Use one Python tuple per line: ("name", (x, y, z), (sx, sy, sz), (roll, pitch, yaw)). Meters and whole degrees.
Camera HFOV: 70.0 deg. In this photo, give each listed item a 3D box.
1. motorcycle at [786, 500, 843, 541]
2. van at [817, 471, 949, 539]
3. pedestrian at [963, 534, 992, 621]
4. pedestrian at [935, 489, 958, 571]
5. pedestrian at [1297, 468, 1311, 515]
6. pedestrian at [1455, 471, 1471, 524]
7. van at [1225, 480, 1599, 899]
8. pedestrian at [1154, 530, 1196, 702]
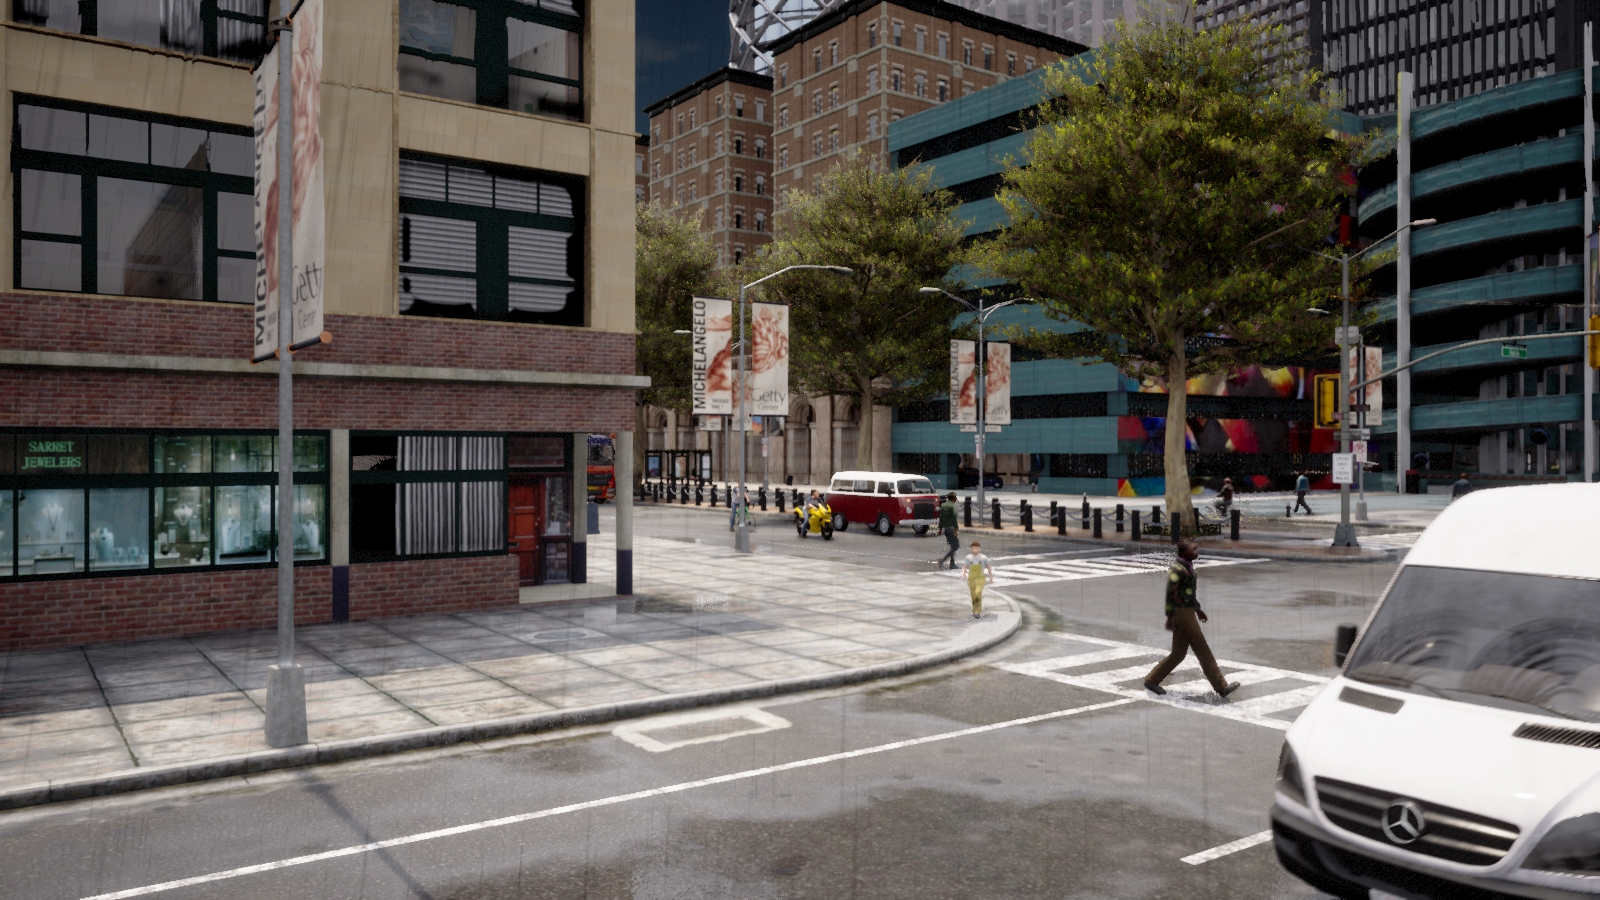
("motorcycle", (0.444, 2.205, 35.973), (0.803, 1.145, 2.033), (0, 0, -33))
("van", (2.714, 1.773, 38.445), (2.069, 2.038, 4.480), (0, 0, -35))
("pedestrian", (2.765, 1.971, 17.791), (0.375, 1.300, 0.375), (0, 0, 22))
("pedestrian", (3.383, 1.841, 26.367), (0.375, 1.860, 0.375), (0, 0, -35))
("pedestrian", (20.423, 1.682, 46.328), (0.375, 1.860, 0.375), (0, 0, -23))
("pedestrian", (23.413, 1.680, 40.358), (0.375, 1.860, 0.375), (0, 0, -42))
("van", (5.513, 1.531, 7.653), (5.915, 2.561, 1.988), (0, 0, -35))
("pedestrian", (4.209, 1.843, 12.821), (0.375, 1.860, 0.375), (0, 0, 29))
